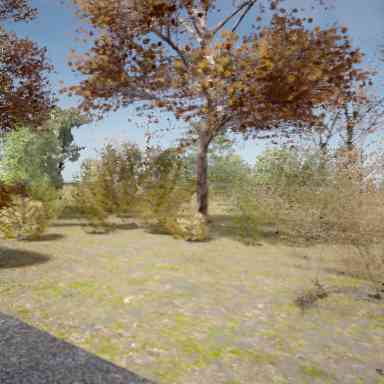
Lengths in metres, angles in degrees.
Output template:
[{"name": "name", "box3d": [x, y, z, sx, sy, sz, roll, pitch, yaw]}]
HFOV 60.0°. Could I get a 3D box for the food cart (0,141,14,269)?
[{"name": "food cart", "box3d": [-7.715, 0.307, 10.009, 4.660, 3.560, 2.280, 2, 0, 35]}]
